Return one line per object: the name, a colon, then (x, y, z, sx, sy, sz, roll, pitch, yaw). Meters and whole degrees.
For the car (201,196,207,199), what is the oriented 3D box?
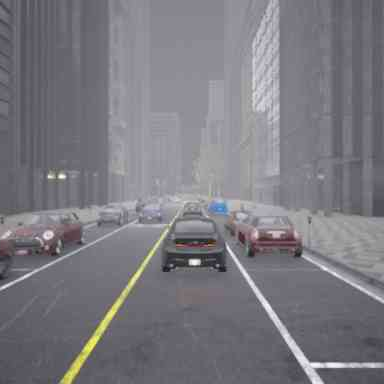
car: (2.807, 1.737, 52.831, 1.752, 1.417, 4.829, 0, 0, 1)

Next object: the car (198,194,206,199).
car: (2.781, 1.700, 69.548, 1.967, 1.590, 4.097, 0, 0, 0)

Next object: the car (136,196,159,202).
car: (-5.712, 1.494, 41.360, 2.192, 1.841, 5.009, 0, 0, 0)

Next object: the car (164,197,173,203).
car: (-5.757, 1.870, 80.830, 1.947, 1.339, 4.313, 0, 0, 0)

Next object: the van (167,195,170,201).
van: (-5.750, 1.622, 75.192, 1.690, 1.788, 3.998, 0, 0, 0)

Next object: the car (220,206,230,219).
car: (2.837, 1.673, 18.787, 1.802, 1.307, 4.206, 0, 0, 0)

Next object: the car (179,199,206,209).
car: (0.063, 1.699, 33.413, 2.033, 1.411, 5.357, 0, 0, 0)

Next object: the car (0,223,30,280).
car: (-5.676, 1.619, 7.522, 1.802, 1.307, 4.206, 0, 0, 0)

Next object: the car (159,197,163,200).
car: (-5.719, 1.511, 47.000, 2.192, 1.841, 5.009, 0, 0, 0)

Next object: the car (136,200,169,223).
car: (-3.129, 1.651, 26.763, 1.812, 1.442, 4.674, 0, 0, 0)

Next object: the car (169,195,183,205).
car: (-3.080, 1.776, 67.746, 1.812, 1.442, 4.674, 0, 0, 0)

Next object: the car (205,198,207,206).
car: (2.814, 1.705, 41.518, 1.752, 1.417, 4.829, 0, 0, 0)

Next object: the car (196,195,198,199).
car: (2.761, 1.647, 86.466, 2.192, 1.841, 5.009, 0, 0, 0)

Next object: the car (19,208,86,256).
car: (-5.682, 1.504, 13.162, 1.967, 1.590, 4.097, 0, 0, 0)

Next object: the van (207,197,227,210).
van: (2.820, 1.502, 35.707, 1.690, 1.788, 3.998, 0, 0, 0)

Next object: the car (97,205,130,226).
car: (-5.694, 1.667, 24.440, 2.008, 1.369, 4.403, 0, 0, 0)

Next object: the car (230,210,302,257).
car: (2.844, 1.505, 13.147, 1.967, 1.590, 4.097, 0, 0, 0)

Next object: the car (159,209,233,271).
car: (0.072, 1.561, 11.039, 1.837, 1.490, 4.892, 0, 0, 0)

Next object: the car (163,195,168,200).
car: (-5.732, 1.751, 58.067, 1.752, 1.417, 4.829, 0, 0, 1)
